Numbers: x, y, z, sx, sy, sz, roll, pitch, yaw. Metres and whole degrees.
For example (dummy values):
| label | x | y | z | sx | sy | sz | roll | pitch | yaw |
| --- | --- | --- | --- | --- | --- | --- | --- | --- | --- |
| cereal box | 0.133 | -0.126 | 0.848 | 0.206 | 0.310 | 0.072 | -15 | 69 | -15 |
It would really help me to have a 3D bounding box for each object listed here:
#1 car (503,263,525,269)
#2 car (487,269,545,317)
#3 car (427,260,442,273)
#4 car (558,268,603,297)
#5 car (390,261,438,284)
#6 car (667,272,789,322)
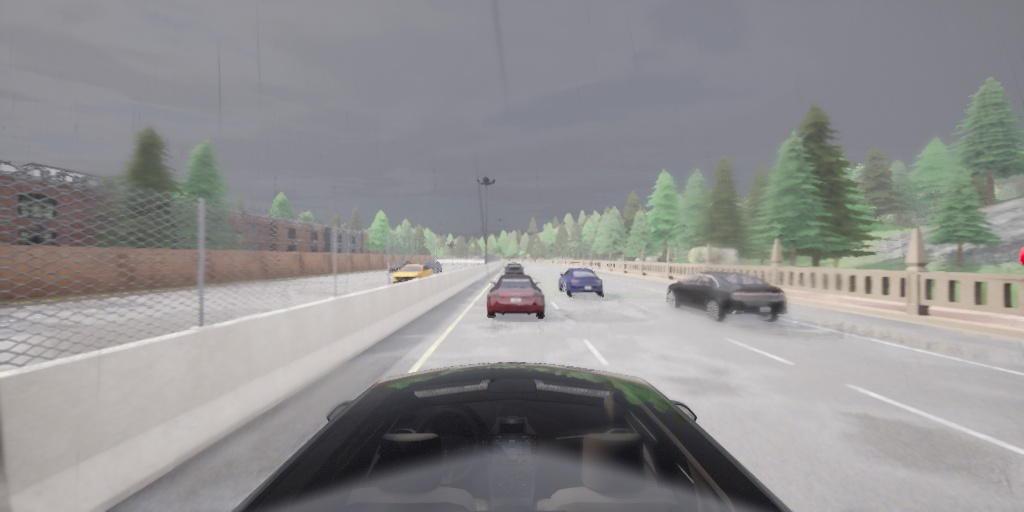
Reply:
| label | x | y | z | sx | sy | sz | roll | pitch | yaw |
| --- | --- | --- | --- | --- | --- | --- | --- | --- | --- |
| car | 0.209 | 1.421 | 34.740 | 1.837 | 1.490 | 4.892 | 0 | 0 | 0 |
| car | 0.132 | 1.373 | 13.399 | 1.994 | 1.385 | 4.181 | 0 | 0 | 0 |
| car | -10.421 | 1.317 | 46.376 | 2.097 | 1.767 | 4.553 | 0 | 0 | 1 |
| car | 3.654 | 1.367 | 19.464 | 1.812 | 1.442 | 4.674 | 0 | 0 | 0 |
| car | -7.019 | 1.342 | 25.931 | 1.882 | 1.535 | 5.008 | 0 | 0 | 0 |
| car | 7.129 | 1.302 | 12.498 | 2.128 | 1.511 | 4.902 | 0 | 0 | 0 |
